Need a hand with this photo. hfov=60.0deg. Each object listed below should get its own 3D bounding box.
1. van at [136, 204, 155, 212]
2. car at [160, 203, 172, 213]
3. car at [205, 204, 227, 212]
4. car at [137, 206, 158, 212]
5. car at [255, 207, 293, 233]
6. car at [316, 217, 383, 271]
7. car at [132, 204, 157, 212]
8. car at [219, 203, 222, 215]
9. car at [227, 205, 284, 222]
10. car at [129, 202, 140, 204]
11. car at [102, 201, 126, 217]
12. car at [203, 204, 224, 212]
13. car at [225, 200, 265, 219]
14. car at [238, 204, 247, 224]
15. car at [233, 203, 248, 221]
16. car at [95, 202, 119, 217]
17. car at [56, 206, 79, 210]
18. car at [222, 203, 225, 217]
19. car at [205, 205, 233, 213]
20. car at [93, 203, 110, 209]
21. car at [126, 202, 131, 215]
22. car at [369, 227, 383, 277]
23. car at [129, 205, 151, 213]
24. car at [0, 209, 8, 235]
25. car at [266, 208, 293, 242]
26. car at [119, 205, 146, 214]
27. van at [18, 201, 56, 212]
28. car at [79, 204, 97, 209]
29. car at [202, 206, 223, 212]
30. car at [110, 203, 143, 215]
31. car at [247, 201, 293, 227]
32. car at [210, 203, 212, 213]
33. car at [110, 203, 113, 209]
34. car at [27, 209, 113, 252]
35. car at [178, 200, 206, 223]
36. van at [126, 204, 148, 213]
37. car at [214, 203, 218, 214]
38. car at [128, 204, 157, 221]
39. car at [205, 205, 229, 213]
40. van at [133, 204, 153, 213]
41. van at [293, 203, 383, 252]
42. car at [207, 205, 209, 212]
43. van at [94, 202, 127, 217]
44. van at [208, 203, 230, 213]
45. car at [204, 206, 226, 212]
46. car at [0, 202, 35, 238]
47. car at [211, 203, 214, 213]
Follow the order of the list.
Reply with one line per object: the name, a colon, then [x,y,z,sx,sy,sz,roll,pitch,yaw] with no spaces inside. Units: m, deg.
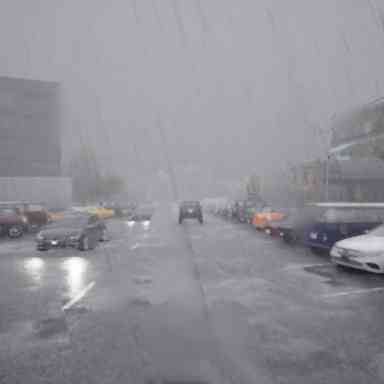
van: [-11.779,4.049,84.256,4.442,1.987,1.878,0,-2,-19]
car: [-5.569,3.376,71.179,2.150,2.045,5.566,0,-2,0]
car: [5.543,3.793,77.452,4.553,1.767,2.185,2,-3,-21]
car: [-11.627,4.403,87.282,5.008,1.535,2.097,0,-2,-19]
car: [6.338,1.764,18.768,4.792,1.488,2.163,1,-1,-20]
car: [6.406,1.613,9.982,4.674,1.452,2.002,1,-1,-20]
car: [-11.679,3.894,81.316,5.566,2.045,2.435,0,-3,-19]
car: [6.189,2.322,39.311,5.008,1.535,2.097,2,-3,-21]
car: [6.429,2.125,33.511,5.366,1.575,1.946,1,-2,-20]
car: [-11.838,2.726,54.259,5.566,2.045,2.435,0,-2,-21]
car: [-11.680,2.226,42.289,5.566,2.045,2.435,0,-2,-21]
car: [5.413,4.046,83.346,4.553,1.767,2.185,2,-3,-21]
car: [6.312,1.786,30.539,5.566,2.045,2.435,1,-2,-20]
car: [6.322,1.875,24.649,4.892,1.521,2.231,1,-2,-20]
car: [6.301,1.951,27.586,4.892,1.521,2.231,1,-2,-20]
car: [-11.793,2.362,39.237,5.366,1.575,1.946,0,-2,-21]
car: [-11.311,1.896,24.417,5.366,1.575,1.946,0,-2,-20]
car: [6.233,2.222,36.381,5.008,1.535,2.097,2,-2,-20]
car: [5.579,3.533,68.567,5.366,1.575,1.946,2,-2,-21]
car: [-11.385,2.156,33.387,5.366,1.575,1.946,0,-2,-20]
car: [-11.514,2.593,45.348,5.366,1.575,1.946,0,-3,-21]
car: [6.414,1.570,7.043,4.674,1.452,2.002,1,-1,-20]
car: [-11.741,3.761,75.310,4.553,1.767,2.185,0,-2,-19]
car: [-11.427,1.734,15.371,4.674,1.452,2.002,0,-1,-20]
car: [6.386,1.675,15.851,5.008,1.535,2.097,1,-1,-20]
car: [-11.852,3.498,66.291,4.892,1.521,2.231,0,-3,-20]
van: [-11.359,1.597,21.407,4.442,1.987,1.878,0,-2,-20]
car: [-11.503,2.097,30.344,4.792,1.488,2.163,0,-2,-20]
car: [5.347,4.327,86.280,4.792,1.488,2.163,2,-2,-21]
car: [-11.881,2.986,60.272,5.566,2.045,2.435,0,-2,-20]
car: [6.318,1.674,21.714,4.553,1.767,2.185,1,-2,-20]
car: [5.996,2.914,53.973,4.892,1.521,2.231,2,-3,-21]
car: [-11.759,2.257,36.246,5.366,1.575,1.946,0,-2,-20]
car: [-5.133,1.689,14.801,1.837,1.490,4.892,0,-1,0]
car: [-0.137,1.812,31.228,2.150,2.045,5.566,0,-1,0]
van: [-11.912,3.531,72.262,4.442,1.987,1.878,0,-2,-19]
car: [6.059,2.538,48.105,4.553,1.767,2.185,2,-3,-21]
car: [-5.178,2.261,35.259,1.837,1.490,4.892,0,-2,-1]
car: [5.642,3.793,74.507,5.008,1.535,2.097,2,-2,-21]
van: [-11.630,3.790,78.348,4.442,1.987,1.878,0,-3,-19]
van: [6.503,1.398,12.963,4.442,1.987,1.878,1,-1,-20]
car: [5.918,3.164,59.835,5.008,1.535,2.097,2,-2,-21]
van: [-11.839,2.494,48.240,4.442,1.987,1.878,0,-2,-21]
van: [5.807,3.444,71.621,4.442,1.987,1.878,2,-3,-21]
car: [5.534,4.076,80.413,4.792,1.488,2.163,2,-3,-21]
car: [-11.418,1.631,18.373,4.553,1.767,2.185,0,-1,-20]
car: [6.041,2.787,51.039,5.008,1.535,2.097,2,-3,-21]
